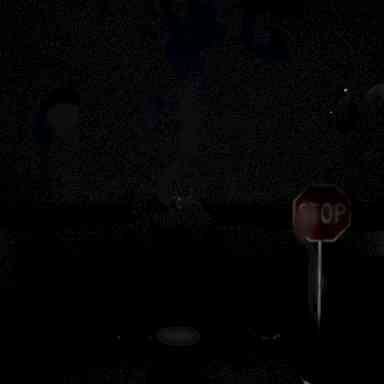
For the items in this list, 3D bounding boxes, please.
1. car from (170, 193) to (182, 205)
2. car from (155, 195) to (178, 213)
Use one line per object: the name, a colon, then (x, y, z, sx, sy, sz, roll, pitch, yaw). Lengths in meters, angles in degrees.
car: (-2.921, 1.238, 58.070, 2.150, 2.045, 5.566, 0, -1, 0)
car: (-2.924, 1.422, 36.991, 1.882, 1.535, 5.008, 0, 0, 0)
